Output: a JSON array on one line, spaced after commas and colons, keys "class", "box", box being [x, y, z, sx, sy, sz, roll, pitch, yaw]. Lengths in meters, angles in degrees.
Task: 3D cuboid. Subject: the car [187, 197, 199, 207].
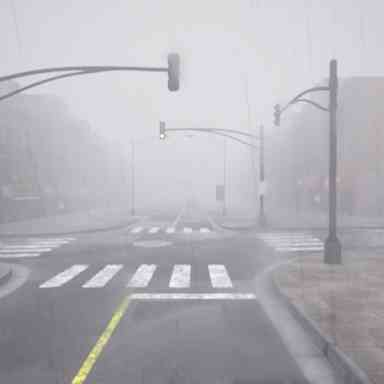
[{"class": "car", "box": [0.160, 1.762, 58.153, 1.837, 1.490, 4.892, 0, 0, 0]}]

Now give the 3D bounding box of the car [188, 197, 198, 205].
[{"class": "car", "box": [0.188, 1.828, 68.574, 2.033, 1.411, 5.357, 0, 0, 0]}]
